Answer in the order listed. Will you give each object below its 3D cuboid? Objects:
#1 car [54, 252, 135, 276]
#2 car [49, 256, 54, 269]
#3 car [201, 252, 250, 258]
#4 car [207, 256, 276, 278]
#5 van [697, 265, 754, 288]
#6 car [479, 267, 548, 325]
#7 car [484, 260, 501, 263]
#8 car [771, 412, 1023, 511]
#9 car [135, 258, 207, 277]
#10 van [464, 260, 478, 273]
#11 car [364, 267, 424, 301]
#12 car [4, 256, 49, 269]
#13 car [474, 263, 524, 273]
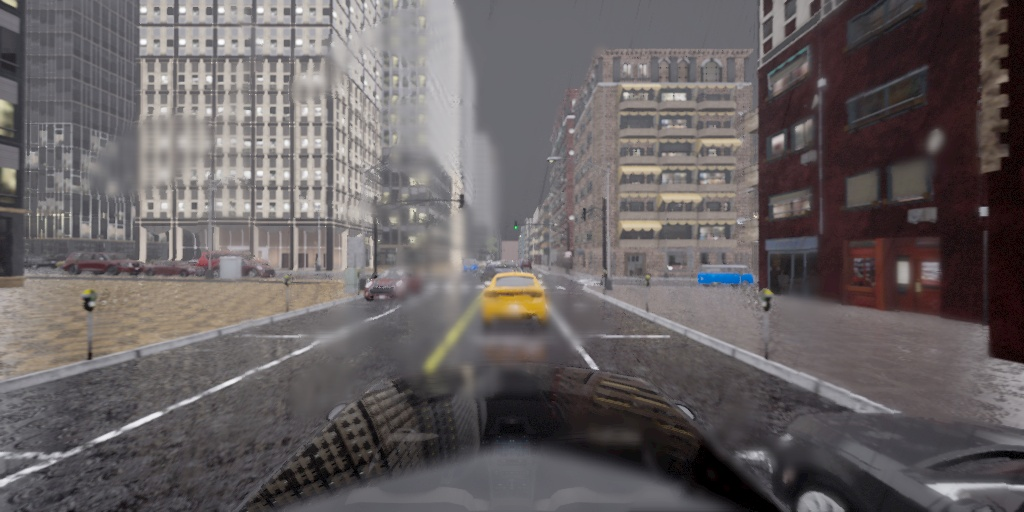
[{"bbox_3d":[-32.302,0.645,28.465,5.009,1.841,2.192,0,0,0],"label":"car"},{"bbox_3d":[-43.709,0.679,36.819,4.829,1.417,1.751,0,0,0],"label":"car"},{"bbox_3d":[-23.983,0.724,31.080,5.566,2.045,2.150,1,0,0],"label":"car"},{"bbox_3d":[-21.154,0.985,28.492,4.097,1.591,1.967,0,0,0],"label":"car"},{"bbox_3d":[16.905,1.621,28.446,3.998,1.789,1.690,0,0,0],"label":"van"},{"bbox_3d":[0.096,1.293,12.206,1.882,1.535,5.008,0,-1,0],"label":"car"},{"bbox_3d":[-3.073,1.629,56.625,1.812,1.442,4.674,0,-1,0],"label":"car"},{"bbox_3d":[2.691,1.295,0.783,2.007,1.370,4.403,0,0,0],"label":"car"},{"bbox_3d":[-26.728,1.019,28.478,4.207,1.307,1.802,0,0,0],"label":"car"},{"bbox_3d":[-5.703,1.401,50.200,1.690,1.789,3.998,0,0,0],"label":"van"},{"bbox_3d":[-5.694,1.289,17.726,1.967,1.591,4.097,0,0,0],"label":"car"},{"bbox_3d":[-49.115,0.611,36.806,4.313,1.339,1.948,0,0,0],"label":"car"},{"bbox_3d":[-1.095,1.465,26.903,2.033,1.411,5.357,1,-1,-17],"label":"car"}]
